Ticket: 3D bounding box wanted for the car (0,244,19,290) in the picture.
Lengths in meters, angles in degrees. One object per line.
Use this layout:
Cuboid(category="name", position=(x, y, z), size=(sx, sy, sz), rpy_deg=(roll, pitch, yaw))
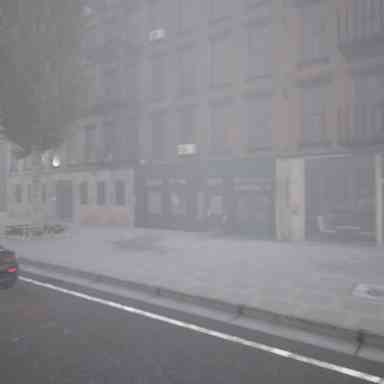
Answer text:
Cuboid(category="car", position=(-5.906, 1.554, 7.885), size=(4.674, 1.442, 1.812), rpy_deg=(0, 0, 35))
